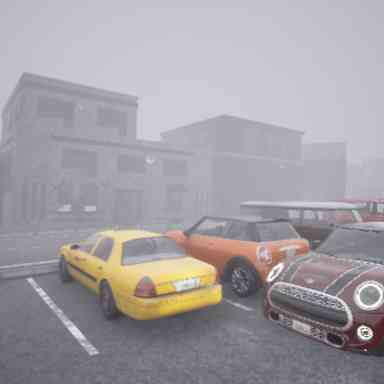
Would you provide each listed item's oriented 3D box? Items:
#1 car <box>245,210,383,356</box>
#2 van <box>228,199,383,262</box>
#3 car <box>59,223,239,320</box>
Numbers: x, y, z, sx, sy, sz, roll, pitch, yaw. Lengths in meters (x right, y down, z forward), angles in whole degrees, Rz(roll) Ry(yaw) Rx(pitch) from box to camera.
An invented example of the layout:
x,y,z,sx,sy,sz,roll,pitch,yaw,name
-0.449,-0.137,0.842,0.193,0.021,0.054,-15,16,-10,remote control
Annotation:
x,y,z,sx,sy,sz,roll,pitch,yaw,name
3.409,1.372,6.107,4.553,1.767,2.097,0,0,-35,car
3.458,1.294,10.706,1.878,1.987,4.442,1,0,-36,van
-1.566,1.484,7.493,1.946,1.575,5.366,0,0,-35,car
